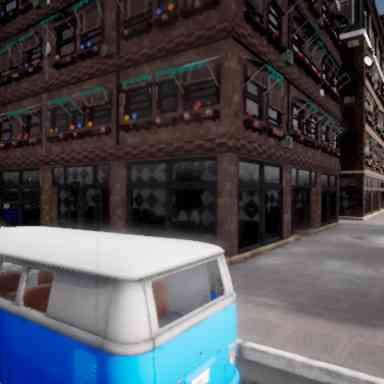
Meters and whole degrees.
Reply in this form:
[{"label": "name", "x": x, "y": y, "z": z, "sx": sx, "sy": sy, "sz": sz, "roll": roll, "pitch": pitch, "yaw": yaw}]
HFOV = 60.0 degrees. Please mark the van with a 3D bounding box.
[{"label": "van", "x": -1.440, "y": 1.372, "z": 3.883, "sx": 3.998, "sy": 1.788, "sz": 1.690, "roll": -1, "pitch": 0, "yaw": 36}]
